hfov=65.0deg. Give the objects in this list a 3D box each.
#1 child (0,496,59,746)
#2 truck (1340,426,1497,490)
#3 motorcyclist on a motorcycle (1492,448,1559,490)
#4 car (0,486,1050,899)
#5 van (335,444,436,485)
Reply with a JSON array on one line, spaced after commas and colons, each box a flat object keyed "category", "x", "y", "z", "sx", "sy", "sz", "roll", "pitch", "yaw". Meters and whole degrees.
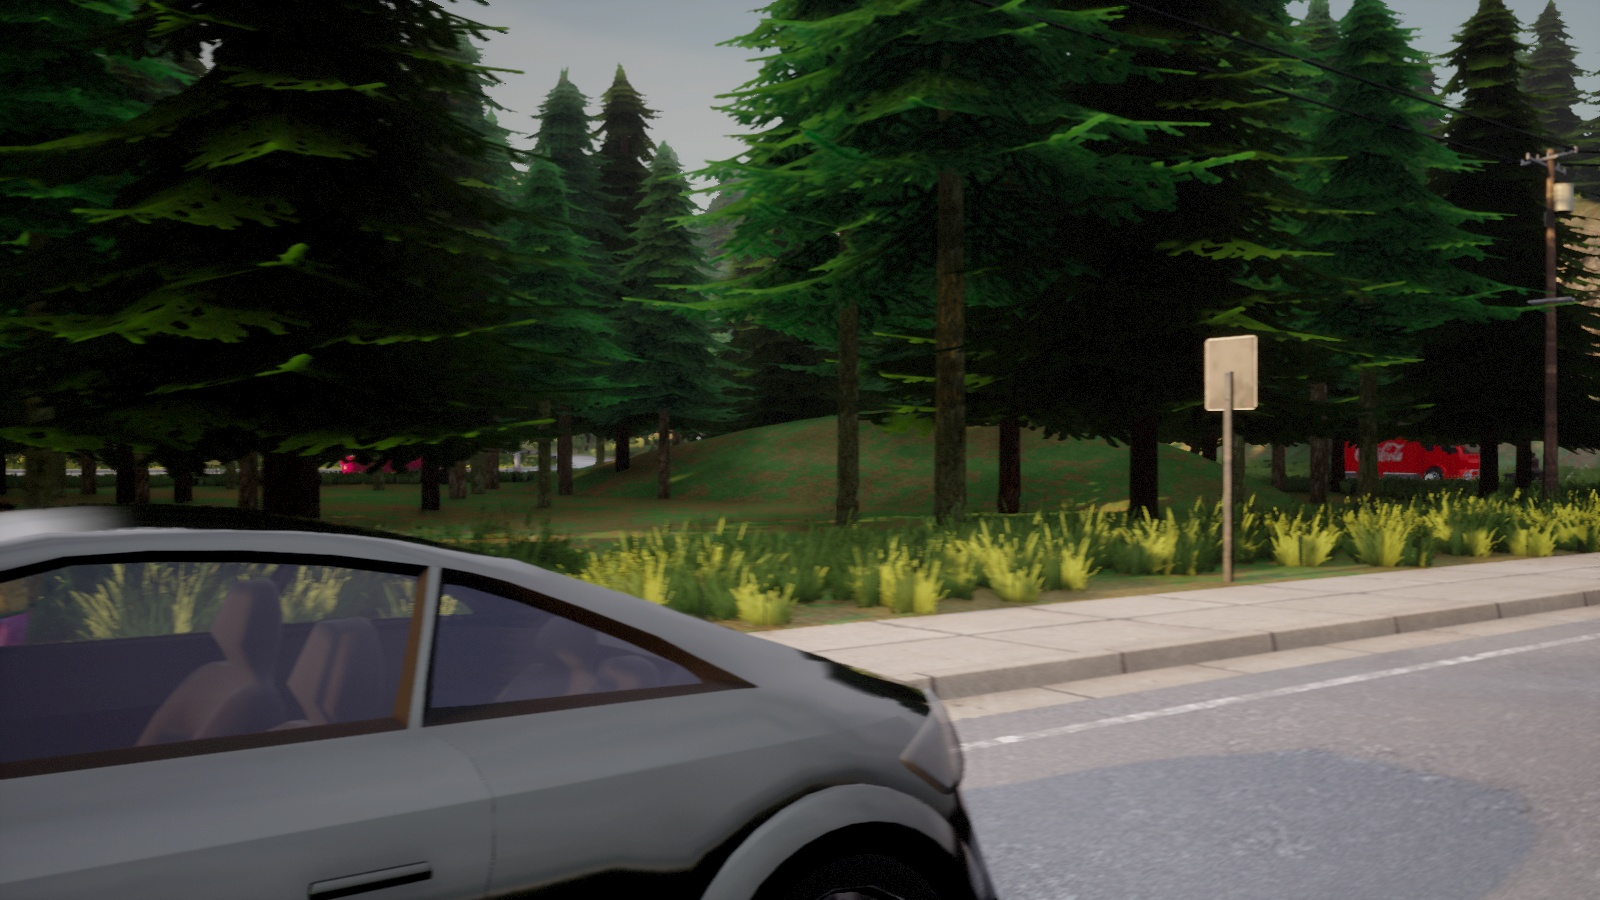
[{"category": "child", "x": -3.864, "y": 0.810, "z": 6.027, "sx": 0.473, "sy": 1.160, "sz": 0.299, "roll": 0, "pitch": 0, "yaw": -16}, {"category": "truck", "x": 25.373, "y": 0.330, "z": 51.678, "sx": 2.627, "sy": 2.467, "sz": 5.204, "roll": 0, "pitch": 0, "yaw": -30}, {"category": "motorcyclist on a motorcycle", "x": 29.524, "y": 0.758, "z": 51.146, "sx": 0.766, "sy": 1.649, "sz": 2.350, "roll": 0, "pitch": 0, "yaw": -23}, {"category": "car", "x": -1.722, "y": 0.818, "z": 2.460, "sx": 4.181, "sy": 1.385, "sz": 1.994, "roll": 0, "pitch": 0, "yaw": -35}, {"category": "van", "x": -20.694, "y": 0.693, "z": 62.743, "sx": 4.442, "sy": 1.987, "sz": 1.775, "roll": 0, "pitch": 0, "yaw": -35}]
